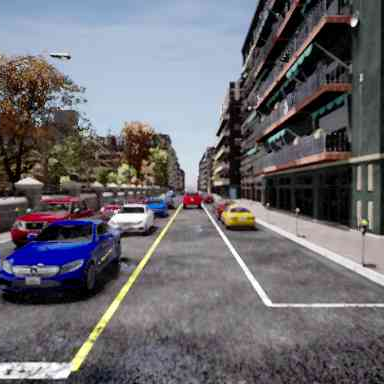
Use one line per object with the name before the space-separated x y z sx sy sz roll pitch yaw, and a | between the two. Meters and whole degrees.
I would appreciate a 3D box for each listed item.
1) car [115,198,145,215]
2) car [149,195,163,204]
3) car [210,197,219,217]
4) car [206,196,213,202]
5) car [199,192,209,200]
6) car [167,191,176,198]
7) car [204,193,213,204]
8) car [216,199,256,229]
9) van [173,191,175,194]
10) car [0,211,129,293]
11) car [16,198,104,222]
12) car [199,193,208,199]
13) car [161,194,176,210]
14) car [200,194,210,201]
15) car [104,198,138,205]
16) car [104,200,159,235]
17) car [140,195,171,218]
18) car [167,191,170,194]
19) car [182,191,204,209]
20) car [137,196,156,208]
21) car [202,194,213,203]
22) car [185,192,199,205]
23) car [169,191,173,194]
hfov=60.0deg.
car | -5.686 1.303 31.008 1.887 1.381 4.507 0 0 0
car | -5.682 1.176 53.148 1.802 1.307 4.206 0 0 0
car | 2.693 1.345 25.471 1.887 1.381 4.507 0 0 0
car | 2.694 1.310 31.007 2.008 1.369 4.403 0 0 0
car | 2.702 0.877 75.286 1.967 1.590 4.097 0 0 0
car | -5.676 0.635 91.891 2.192 1.841 5.009 0 0 0
car | 2.699 1.139 53.147 1.887 1.381 4.507 0 0 0
car | 2.692 1.367 20.106 1.752 1.417 4.829 0 0 0
van | -5.676 0.700 86.356 1.690 1.788 3.998 0 0 0
car | -3.098 1.455 8.802 1.812 1.442 4.674 0 0 0
car | -5.691 1.200 14.401 2.192 1.841 5.009 0 0 0
car | 2.704 0.964 80.822 1.947 1.339 4.313 0 0 0
car | -3.022 1.271 37.884 1.994 1.385 4.181 0 0 1
car | 2.702 1.041 69.752 1.947 1.339 4.313 0 0 0
car | -5.688 1.241 25.472 1.967 1.590 4.097 0 0 0
car | -3.105 1.384 17.902 1.812 1.442 4.674 0 1 0
car | -3.076 1.260 27.917 1.882 1.535 5.008 0 0 0
car | -5.680 1.041 64.048 1.752 1.417 4.829 0 0 0
car | 0.010 0.915 39.745 2.150 2.045 5.566 0 0 0
car | -5.684 1.258 42.078 1.802 1.307 4.206 0 0 0
car | 2.700 1.099 58.682 1.887 1.381 4.507 0 0 0
car | 0.011 0.969 50.106 2.097 1.767 4.553 0 0 0
car | -5.679 1.026 69.753 2.008 1.369 4.403 0 0 0
